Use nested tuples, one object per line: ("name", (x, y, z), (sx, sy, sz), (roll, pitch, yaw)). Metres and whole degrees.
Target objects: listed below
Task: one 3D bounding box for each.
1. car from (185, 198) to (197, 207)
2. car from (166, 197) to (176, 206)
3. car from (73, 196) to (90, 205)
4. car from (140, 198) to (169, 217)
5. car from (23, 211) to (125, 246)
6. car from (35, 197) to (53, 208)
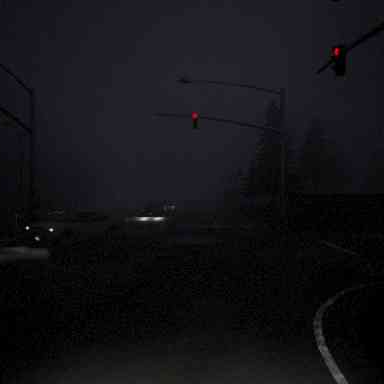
("car", (-0.139, 1.600, 51.236), (1.895, 1.301, 4.718), (0, 0, 0))
("car", (-3.659, 1.547, 55.345), (2.033, 1.411, 5.357), (0, 0, 0))
("car", (-17.600, 1.373, 53.010), (1.845, 1.501, 3.633), (0, 0, 0))
("car", (-3.687, 1.547, 32.009), (2.033, 1.411, 5.357), (0, 0, 0))
("car", (-5.307, 1.601, 15.591), (1.895, 1.301, 4.718), (0, 0, 27))
("car", (-20.633, 1.384, 45.611), (1.970, 1.475, 3.806), (0, 0, 0))
